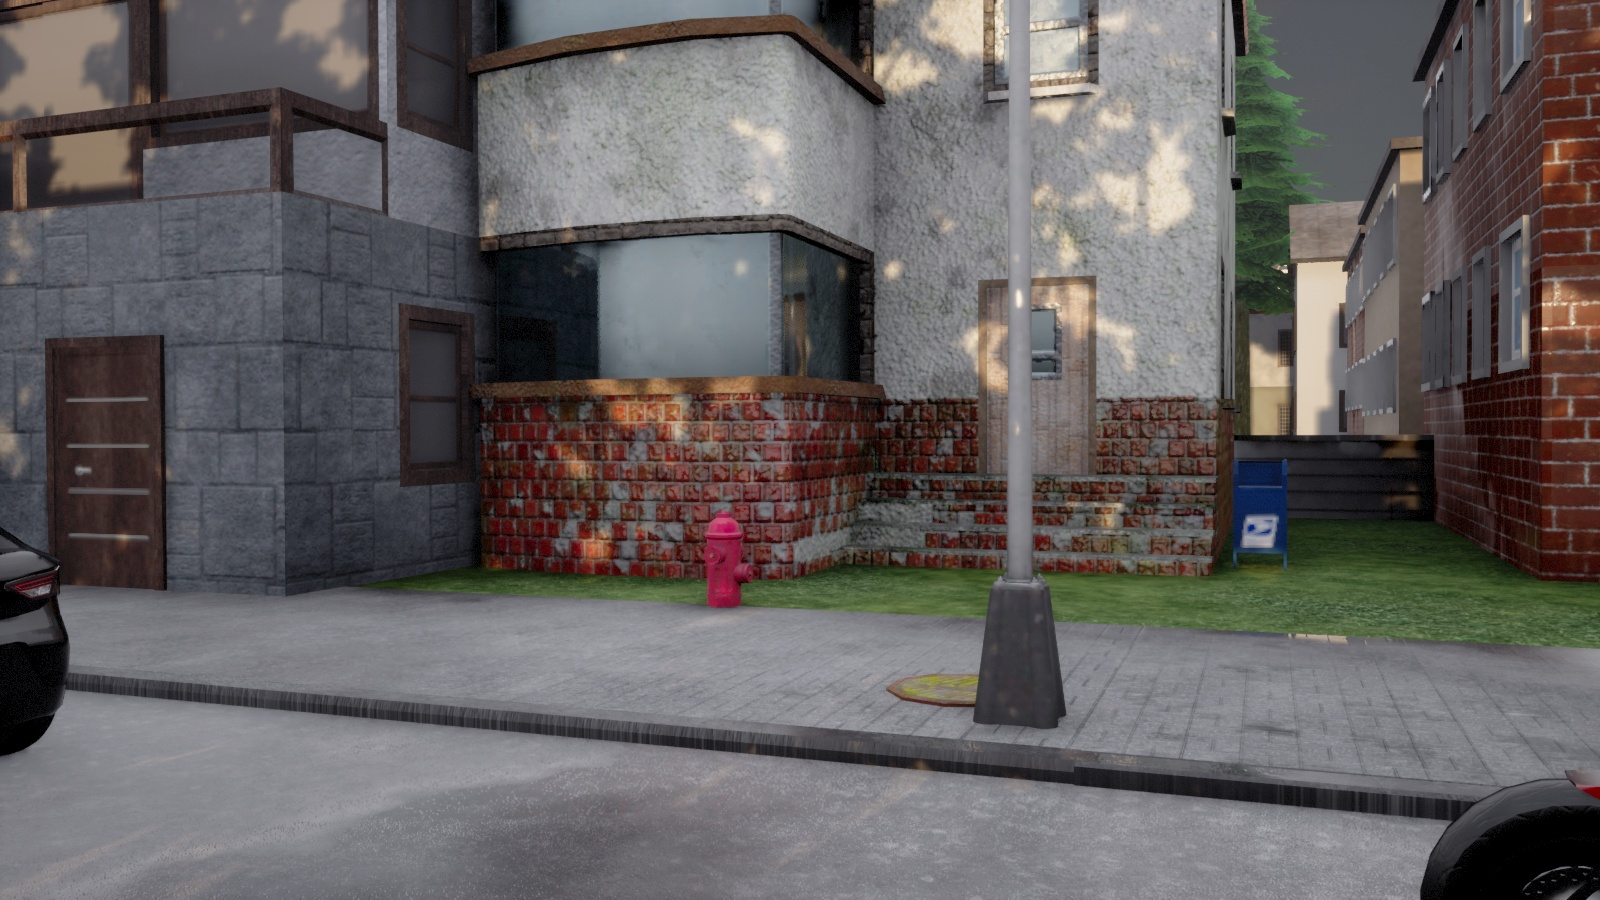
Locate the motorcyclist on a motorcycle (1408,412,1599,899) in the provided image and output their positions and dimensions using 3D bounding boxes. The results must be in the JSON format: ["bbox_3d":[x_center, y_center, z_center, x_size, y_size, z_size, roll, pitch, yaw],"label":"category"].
[{"bbox_3d":[2.651,0.743,2.739,2.350,1.649,0.766,0,1,24],"label":"motorcyclist on a motorcycle"}]

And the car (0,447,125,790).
[{"bbox_3d":[-5.531,0.725,5.904,4.193,1.474,1.816,1,1,20],"label":"car"}]
